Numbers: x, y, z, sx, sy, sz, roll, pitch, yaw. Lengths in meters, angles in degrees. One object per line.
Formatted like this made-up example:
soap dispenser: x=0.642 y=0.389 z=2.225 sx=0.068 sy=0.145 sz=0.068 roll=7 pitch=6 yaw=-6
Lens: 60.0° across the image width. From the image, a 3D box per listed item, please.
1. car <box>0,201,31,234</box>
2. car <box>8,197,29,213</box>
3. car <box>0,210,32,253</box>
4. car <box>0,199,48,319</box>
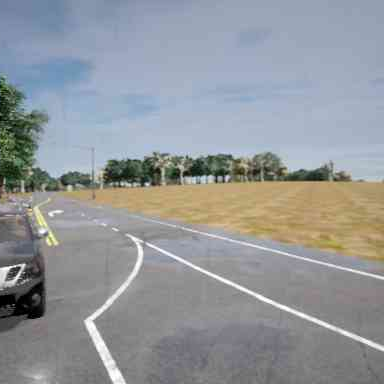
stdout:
car: x=-10.810 y=1.444 z=20.039 sx=1.882 sy=1.535 sz=5.008 roll=-1 pitch=1 yaw=-26
car: x=-18.397 y=1.373 z=35.476 sx=1.812 sy=1.442 sz=4.674 roll=-1 pitch=1 yaw=-26
car: x=-8.078 y=1.610 z=14.539 sx=1.895 sy=1.301 sz=4.718 roll=-1 pitch=1 yaw=-26
car: x=-4.634 y=1.372 z=7.579 sx=2.150 sy=2.045 sz=5.566 roll=-1 pitch=1 yaw=-26
